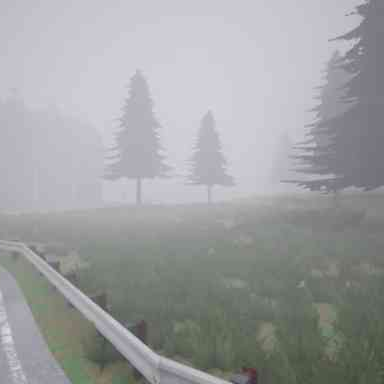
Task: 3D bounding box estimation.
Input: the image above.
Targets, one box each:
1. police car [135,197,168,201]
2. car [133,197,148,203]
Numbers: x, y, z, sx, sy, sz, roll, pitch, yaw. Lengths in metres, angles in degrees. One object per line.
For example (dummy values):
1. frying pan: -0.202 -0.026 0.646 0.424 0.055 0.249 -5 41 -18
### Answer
1. police car: -6.752 1.894 54.232 2.038 1.542 4.974 -1 0 36
2. car: -14.043 2.166 91.216 1.816 1.474 4.193 -1 0 35
